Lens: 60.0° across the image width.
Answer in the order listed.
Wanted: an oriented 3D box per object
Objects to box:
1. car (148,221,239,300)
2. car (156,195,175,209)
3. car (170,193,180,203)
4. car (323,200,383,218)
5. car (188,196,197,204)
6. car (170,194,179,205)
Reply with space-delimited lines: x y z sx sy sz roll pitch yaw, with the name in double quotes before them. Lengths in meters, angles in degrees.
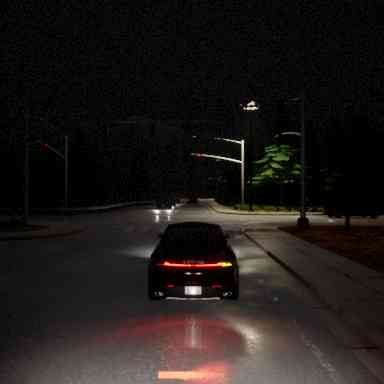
"car" 0.041 1.501 8.354 1.837 1.490 4.892 0 0 0
"car" -3.634 1.502 44.297 1.837 1.490 4.892 0 0 0
"car" -3.488 1.218 65.375 2.150 2.045 5.566 0 0 1
"car" 14.265 1.503 29.508 5.008 1.535 1.882 0 0 1
"car" 0.107 1.544 63.035 2.033 1.411 5.357 0 0 1
"car" -3.626 1.544 54.744 2.033 1.411 5.357 0 0 0
